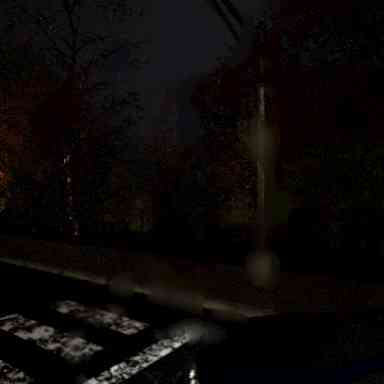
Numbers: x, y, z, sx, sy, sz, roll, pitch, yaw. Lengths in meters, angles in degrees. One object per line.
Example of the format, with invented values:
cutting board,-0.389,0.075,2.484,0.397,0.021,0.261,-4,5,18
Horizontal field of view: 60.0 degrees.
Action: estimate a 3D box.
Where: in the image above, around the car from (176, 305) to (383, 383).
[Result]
car,1.868,1.562,2.351,4.181,1.385,1.994,-1,0,36
